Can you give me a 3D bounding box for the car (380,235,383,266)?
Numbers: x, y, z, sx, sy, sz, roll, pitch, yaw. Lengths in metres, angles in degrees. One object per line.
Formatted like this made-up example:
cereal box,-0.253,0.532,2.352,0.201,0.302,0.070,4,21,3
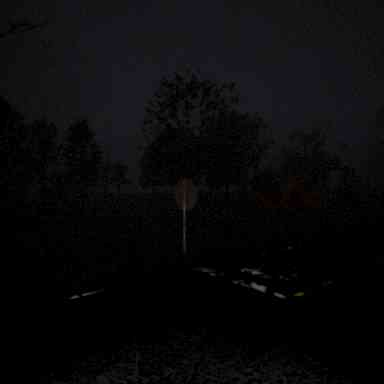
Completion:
car,6.662,1.264,8.737,4.902,1.511,2.128,-2,3,-41
